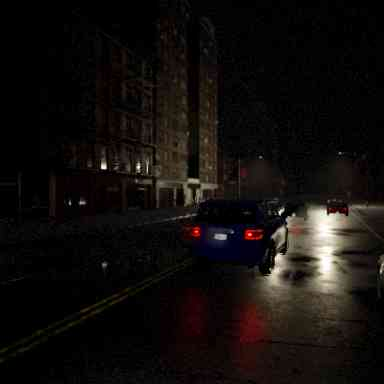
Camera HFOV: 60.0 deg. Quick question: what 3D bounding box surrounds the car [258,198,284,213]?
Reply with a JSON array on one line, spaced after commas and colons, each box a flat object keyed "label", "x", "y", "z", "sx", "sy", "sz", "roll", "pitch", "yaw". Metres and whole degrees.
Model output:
[{"label": "car", "x": 8.990, "y": 1.478, "z": 37.466, "sx": 2.128, "sy": 1.511, "sz": 4.902, "roll": 0, "pitch": 0, "yaw": 22}]

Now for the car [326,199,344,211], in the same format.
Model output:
[{"label": "car", "x": 17.808, "y": 1.583, "z": 41.477, "sx": 1.895, "sy": 1.301, "sz": 4.718, "roll": 0, "pitch": 0, "yaw": 23}]

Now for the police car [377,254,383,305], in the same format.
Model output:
[{"label": "police car", "x": 4.045, "y": 1.424, "z": 4.954, "sx": 1.930, "sy": 1.638, "sz": 5.238, "roll": 0, "pitch": 0, "yaw": 22}]

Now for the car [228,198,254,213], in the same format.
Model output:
[{"label": "car", "x": 5.617, "y": 1.492, "z": 37.804, "sx": 1.837, "sy": 1.490, "sz": 4.892, "roll": 0, "pitch": 0, "yaw": 22}]

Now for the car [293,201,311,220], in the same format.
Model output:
[{"label": "car", "x": 8.745, "y": 1.495, "z": 27.758, "sx": 1.837, "sy": 1.490, "sz": 4.892, "roll": 0, "pitch": 0, "yaw": 22}]

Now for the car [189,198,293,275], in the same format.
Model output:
[{"label": "car", "x": 1.767, "y": 1.219, "z": 10.809, "sx": 2.150, "sy": 2.045, "sz": 5.566, "roll": 0, "pitch": 0, "yaw": 23}]

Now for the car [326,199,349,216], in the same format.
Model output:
[{"label": "car", "x": 14.057, "y": 1.588, "z": 32.226, "sx": 1.895, "sy": 1.301, "sz": 4.718, "roll": 0, "pitch": 0, "yaw": 23}]
